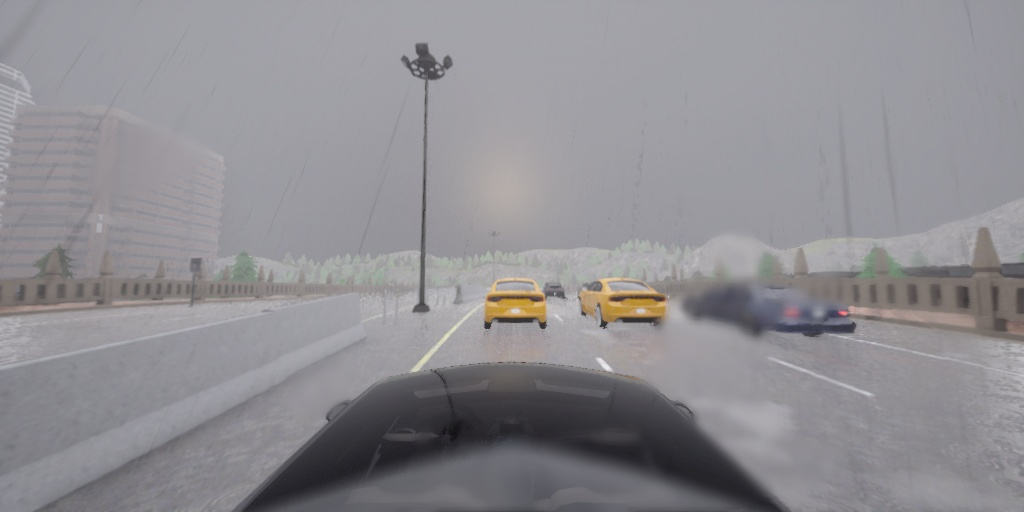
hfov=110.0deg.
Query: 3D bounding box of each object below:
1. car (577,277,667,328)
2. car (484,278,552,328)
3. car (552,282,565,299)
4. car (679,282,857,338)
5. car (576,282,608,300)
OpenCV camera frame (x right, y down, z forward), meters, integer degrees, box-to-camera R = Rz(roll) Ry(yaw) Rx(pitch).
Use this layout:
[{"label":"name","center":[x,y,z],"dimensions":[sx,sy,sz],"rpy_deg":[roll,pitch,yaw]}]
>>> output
[{"label":"car","center":[3.602,1.500,12.491],"dimensions":[1.882,1.535,5.008],"rpy_deg":[0,-3,0]},{"label":"car","center":[0.103,1.500,12.482],"dimensions":[1.882,1.535,5.008],"rpy_deg":[0,-3,0]},{"label":"car","center":[3.609,3.121,32.386],"dimensions":[1.837,1.490,4.892],"rpy_deg":[0,-5,0]},{"label":"car","center":[7.103,1.495,10.798],"dimensions":[2.033,1.411,5.357],"rpy_deg":[0,-2,0]},{"label":"car","center":[7.109,3.119,32.360],"dimensions":[1.837,1.490,4.892],"rpy_deg":[0,-5,0]}]
